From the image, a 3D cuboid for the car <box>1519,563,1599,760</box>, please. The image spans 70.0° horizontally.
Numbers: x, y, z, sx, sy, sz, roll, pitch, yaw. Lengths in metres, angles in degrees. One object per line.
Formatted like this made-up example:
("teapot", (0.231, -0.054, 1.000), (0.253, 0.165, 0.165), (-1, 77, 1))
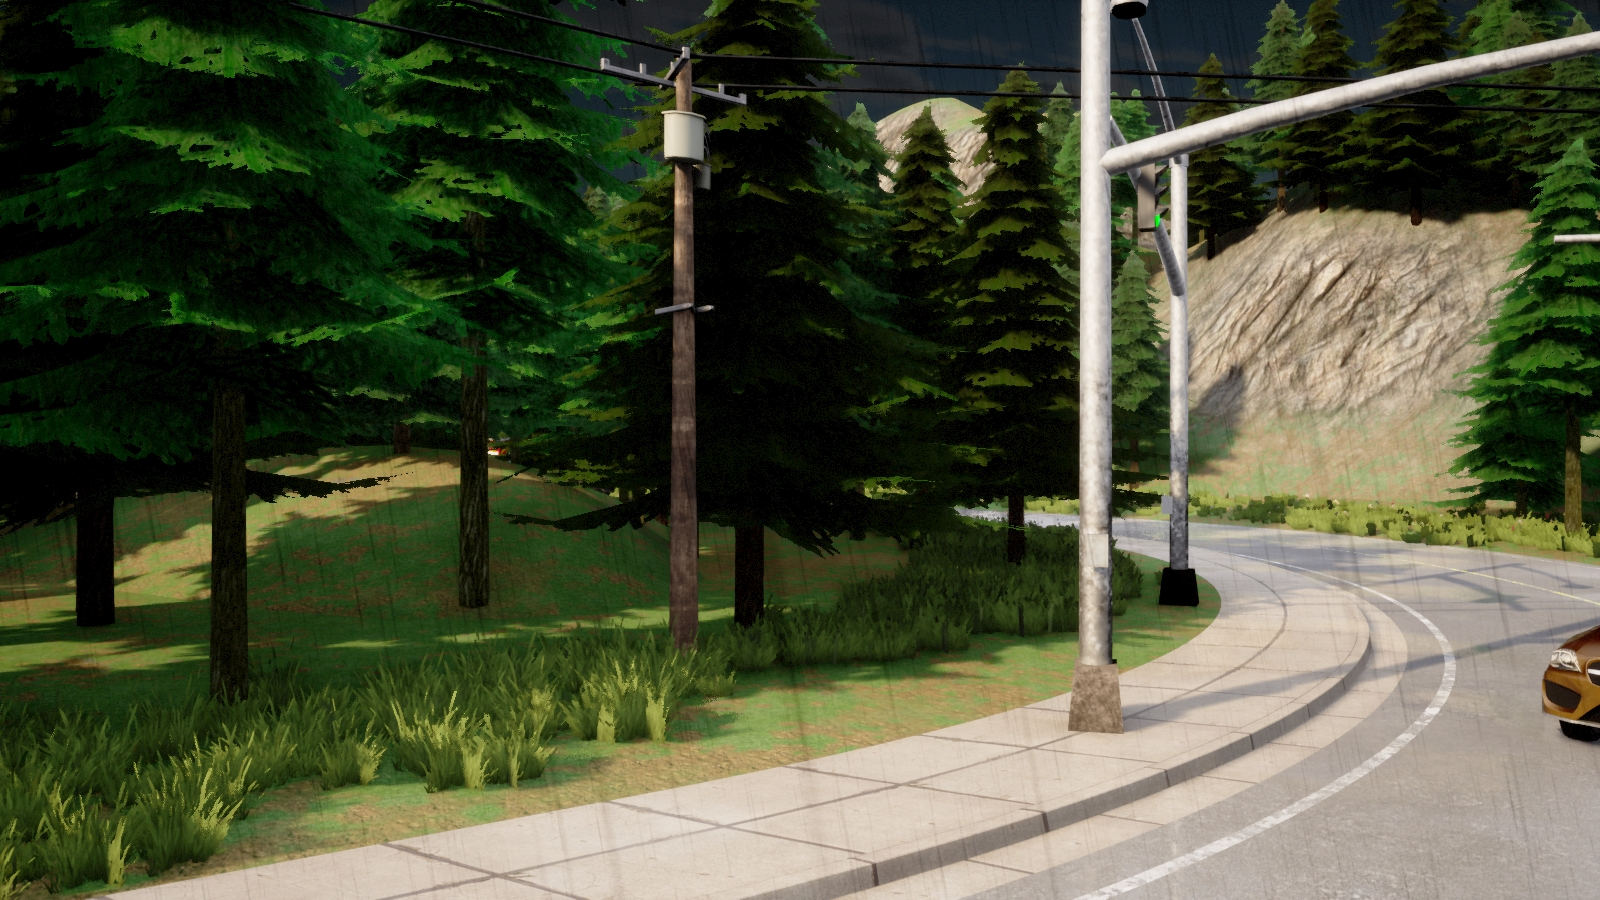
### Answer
("car", (9.577, 1.970, 11.147), (5.027, 1.651, 2.152), (0, 0, -29))
